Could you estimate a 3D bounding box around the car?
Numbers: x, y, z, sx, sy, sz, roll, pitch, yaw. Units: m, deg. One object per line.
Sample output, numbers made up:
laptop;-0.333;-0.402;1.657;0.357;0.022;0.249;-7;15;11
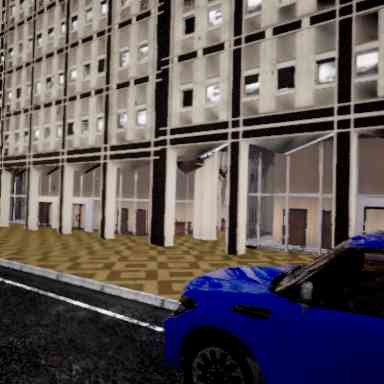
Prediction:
car;2.294;1.369;3.235;5.566;2.045;2.150;-1;-2;36
